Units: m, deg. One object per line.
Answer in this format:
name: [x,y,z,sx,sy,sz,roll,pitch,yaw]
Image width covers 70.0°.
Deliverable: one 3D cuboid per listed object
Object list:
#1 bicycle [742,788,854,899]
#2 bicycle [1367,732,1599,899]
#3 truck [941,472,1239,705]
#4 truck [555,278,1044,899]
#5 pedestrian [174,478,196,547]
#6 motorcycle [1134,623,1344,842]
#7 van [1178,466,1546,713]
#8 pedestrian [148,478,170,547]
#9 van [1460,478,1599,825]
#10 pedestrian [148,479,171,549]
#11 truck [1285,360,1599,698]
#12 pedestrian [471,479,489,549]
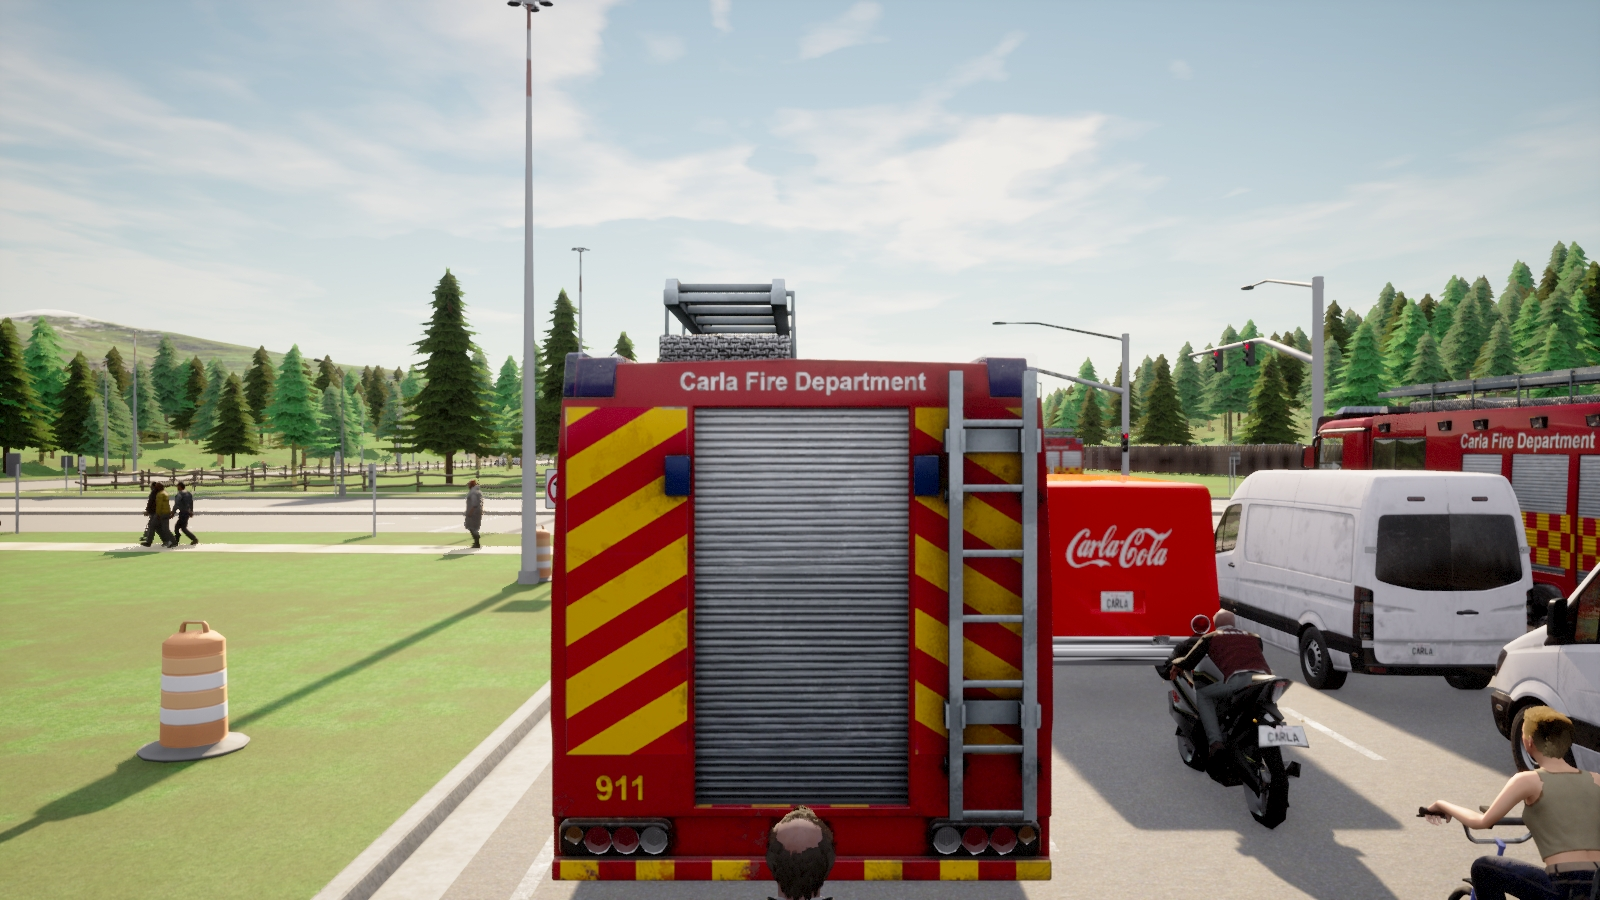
bicycle: [-0.006,2.060,3.542,0.329,1.471,1.835,0,0,0]
bicycle: [3.482,2.158,5.413,0.859,1.277,1.487,0,0,0]
truck: [3.509,1.568,15.144,2.627,2.467,5.204,0,0,0]
truck: [-0.004,0.891,10.995,2.891,3.827,8.468,0,0,0]
pedestrian: [-16.774,1.696,31.169,0.375,1.860,0.375,0,0,5]
motorcycle: [3.491,2.205,9.350,0.867,1.251,2.209,0,0,0]
van: [6.998,1.534,15.196,1.988,2.561,5.915,0,0,0]
pedestrian: [-17.554,1.696,31.278,0.375,1.860,0.375,0,0,4]
van: [6.995,1.534,7.434,1.988,2.561,5.915,0,0,0]
pedestrian: [-17.046,1.696,30.416,0.375,1.860,0.375,0,0,6]
truck: [10.497,0.891,17.071,2.891,3.827,8.468,0,0,0]
pedestrian: [-8.518,1.697,30.408,0.375,1.860,0.375,0,0,3]
